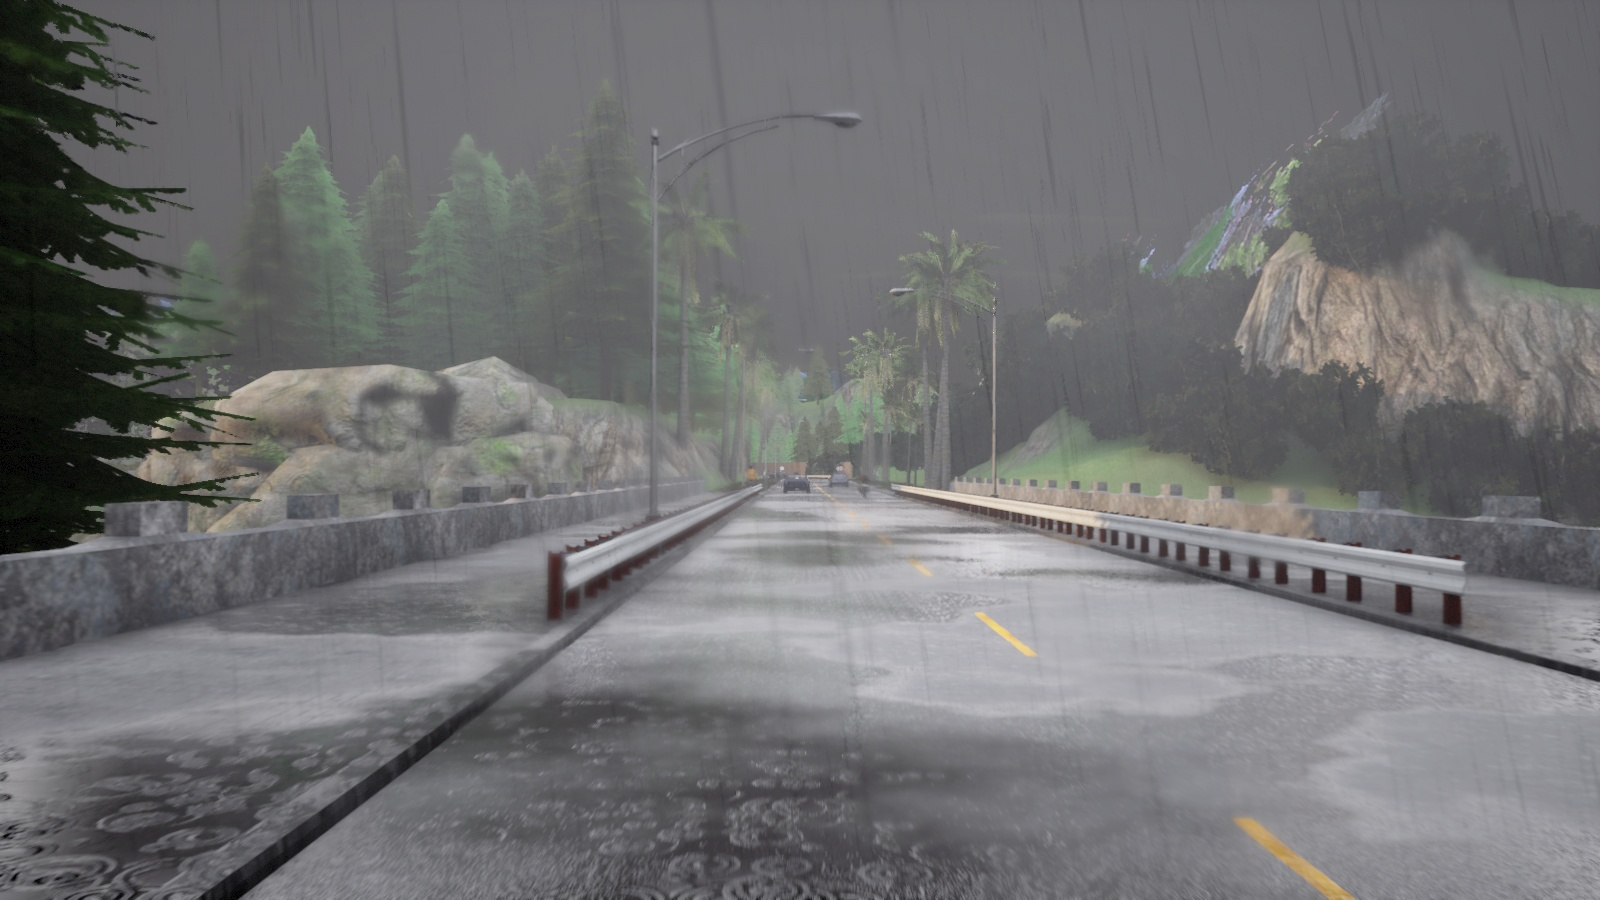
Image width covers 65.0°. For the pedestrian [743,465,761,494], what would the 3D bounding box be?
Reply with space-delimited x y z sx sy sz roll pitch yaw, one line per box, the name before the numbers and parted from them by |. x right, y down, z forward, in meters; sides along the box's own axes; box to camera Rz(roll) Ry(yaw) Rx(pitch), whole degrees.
pedestrian | -3.106 1.898 81.288 0.874 1.855 0.900 -1 -1 16

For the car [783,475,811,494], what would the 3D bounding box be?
car | -0.191 2.368 86.773 1.895 1.301 4.718 0 -1 0
